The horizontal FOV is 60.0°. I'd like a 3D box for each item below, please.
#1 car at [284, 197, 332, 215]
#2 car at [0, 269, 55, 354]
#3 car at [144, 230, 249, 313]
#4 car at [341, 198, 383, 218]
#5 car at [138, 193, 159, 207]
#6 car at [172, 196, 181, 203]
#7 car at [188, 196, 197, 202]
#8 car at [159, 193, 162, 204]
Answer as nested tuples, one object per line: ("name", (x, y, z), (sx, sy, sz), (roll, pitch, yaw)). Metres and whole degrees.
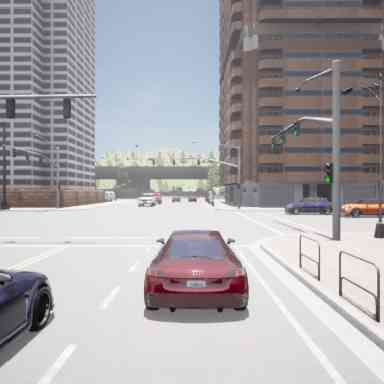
("car", (11.593, 1.352, 33.203), (4.553, 1.767, 2.097), (0, 0, 2))
("car", (-3.434, 1.564, 4.207), (1.994, 1.385, 4.181), (0, 0, 1))
("car", (0.092, 1.564, 7.775), (1.994, 1.385, 4.181), (0, 0, 0))
("car", (15.563, 1.352, 29.616), (4.553, 1.767, 2.097), (0, 0, 1))
("car", (-7.014, 1.221, 52.173), (2.150, 2.045, 5.566), (0, 0, 0))
("car", (-3.356, 1.542, 71.955), (2.033, 1.411, 5.357), (0, 0, 0))
("car", (0.114, 1.525, 73.412), (2.128, 1.511, 4.902), (0, 0, 0))
("car", (-6.963, 1.221, 62.593), (2.150, 2.045, 5.566), (0, 0, 1))
